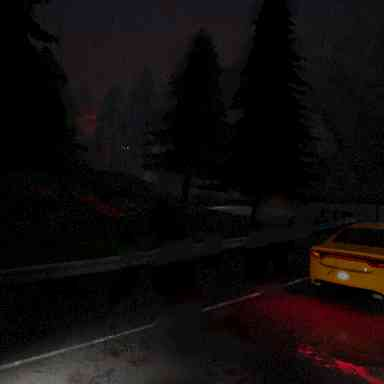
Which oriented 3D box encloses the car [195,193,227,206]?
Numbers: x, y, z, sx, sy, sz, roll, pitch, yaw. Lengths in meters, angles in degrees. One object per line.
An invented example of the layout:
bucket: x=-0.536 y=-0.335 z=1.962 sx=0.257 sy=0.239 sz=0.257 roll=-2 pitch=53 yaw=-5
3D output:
car: x=2.812 y=1.182 z=52.632 sx=5.566 sy=2.045 sz=2.150 roll=0 pitch=0 yaw=35

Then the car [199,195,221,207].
car: x=1.648 y=1.530 z=49.190 sx=4.181 sy=1.385 sz=1.994 roll=0 pitch=0 yaw=35

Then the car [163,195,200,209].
car: x=-1.512 y=1.525 z=47.112 sx=4.181 sy=1.385 sz=1.994 roll=0 pitch=0 yaw=35

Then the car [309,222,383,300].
car: x=4.779 y=1.477 z=8.097 sx=5.008 sy=1.535 sz=1.882 roll=0 pitch=0 yaw=-42
